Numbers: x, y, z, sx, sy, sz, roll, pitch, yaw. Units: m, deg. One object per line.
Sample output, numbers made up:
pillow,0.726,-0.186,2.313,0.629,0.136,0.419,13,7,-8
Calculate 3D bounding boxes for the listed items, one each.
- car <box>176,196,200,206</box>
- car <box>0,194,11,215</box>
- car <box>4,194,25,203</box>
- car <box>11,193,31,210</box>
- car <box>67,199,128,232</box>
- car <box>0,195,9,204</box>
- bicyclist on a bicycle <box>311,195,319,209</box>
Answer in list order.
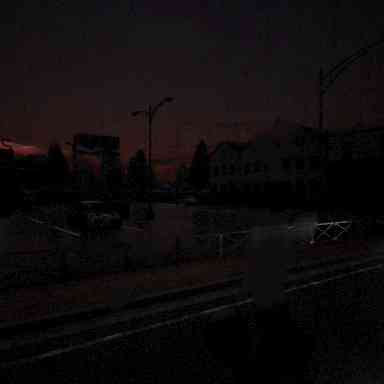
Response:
car,-0.643,1.349,50.228,1.812,1.442,4.674,0,0,-36
car,-17.911,1.113,29.853,1.932,1.855,4.605,0,0,-36
car,-38.980,1.328,73.235,3.866,1.878,1.905,0,0,-36
car,-19.827,1.092,38.162,1.905,1.878,3.866,0,0,-36
car,-5.302,1.248,17.903,1.970,1.475,3.806,0,0,-36
car,-39.204,1.495,66.106,4.611,1.667,2.242,0,0,-36
bicyclist on a bicycle,13.668,1.124,36.853,1.656,1.620,0.582,0,0,-36
